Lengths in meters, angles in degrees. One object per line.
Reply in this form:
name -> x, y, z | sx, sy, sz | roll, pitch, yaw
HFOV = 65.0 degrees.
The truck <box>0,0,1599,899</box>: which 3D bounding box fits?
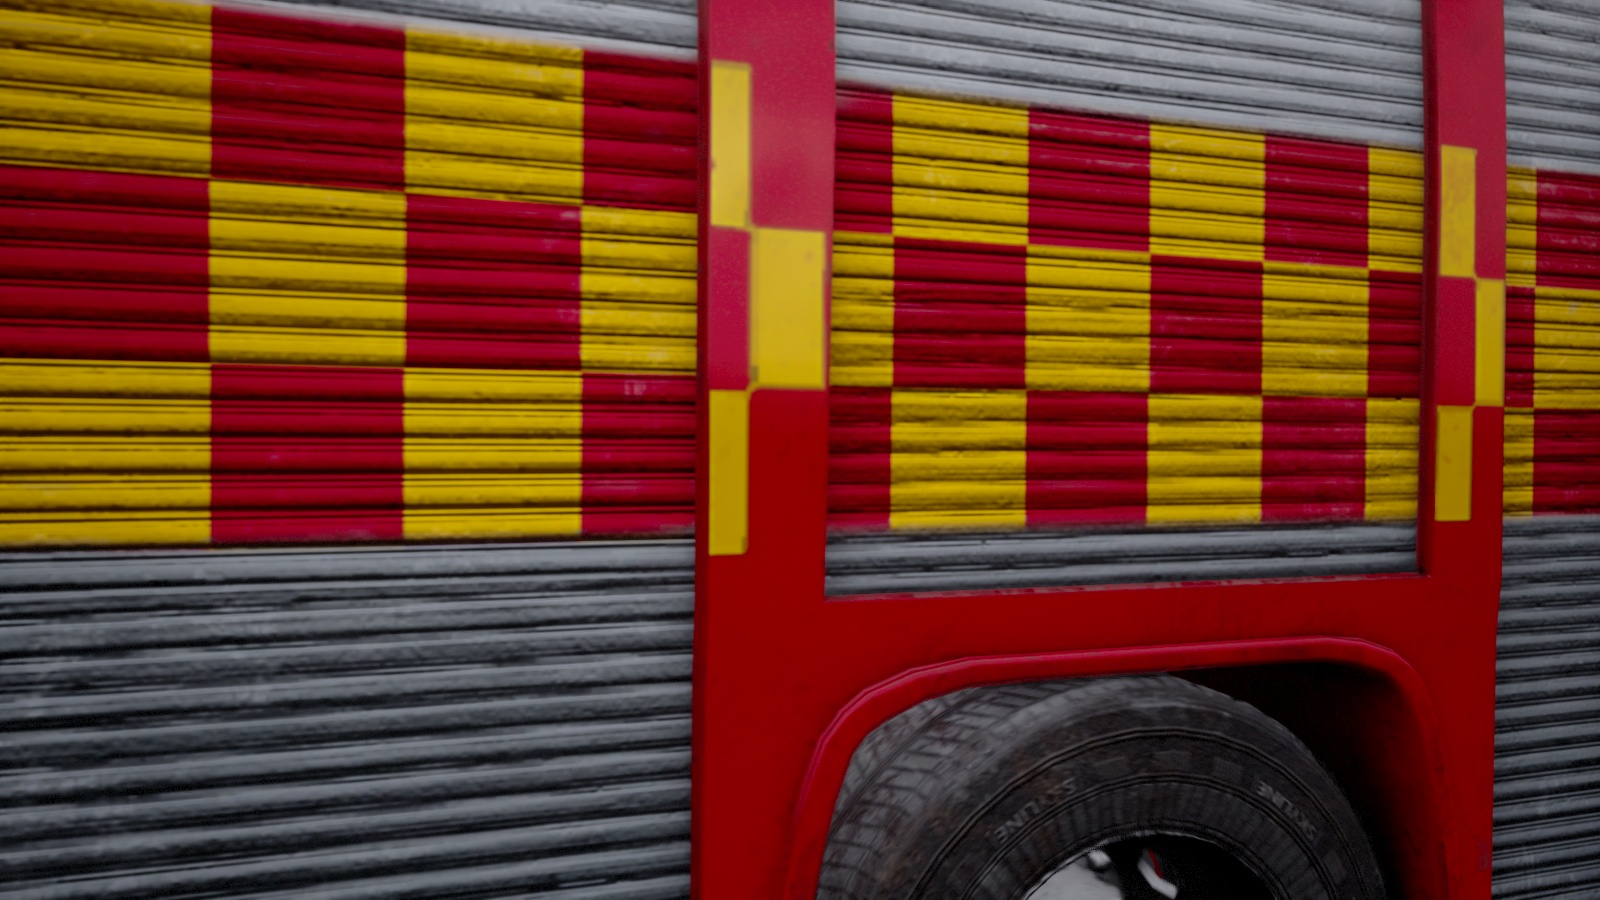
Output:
truck -> -2.433, -0.377, 2.302 | 8.468, 3.827, 2.891 | -1, 1, -21
